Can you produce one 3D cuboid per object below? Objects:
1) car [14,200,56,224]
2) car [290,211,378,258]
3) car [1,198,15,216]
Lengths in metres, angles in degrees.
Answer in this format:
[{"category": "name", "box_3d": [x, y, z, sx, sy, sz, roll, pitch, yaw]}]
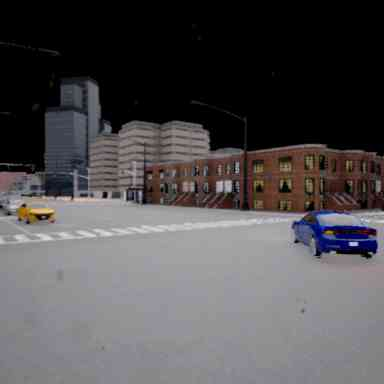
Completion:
[{"category": "car", "box_3d": [-11.687, 1.477, 24.916, 1.882, 1.535, 5.008, 0, 0, -36]}, {"category": "car", "box_3d": [5.233, 1.476, 12.879, 1.882, 1.535, 5.008, 1, 0, 4]}, {"category": "car", "box_3d": [-17.187, 1.525, 32.650, 1.812, 1.442, 4.674, 0, 0, -36]}]
